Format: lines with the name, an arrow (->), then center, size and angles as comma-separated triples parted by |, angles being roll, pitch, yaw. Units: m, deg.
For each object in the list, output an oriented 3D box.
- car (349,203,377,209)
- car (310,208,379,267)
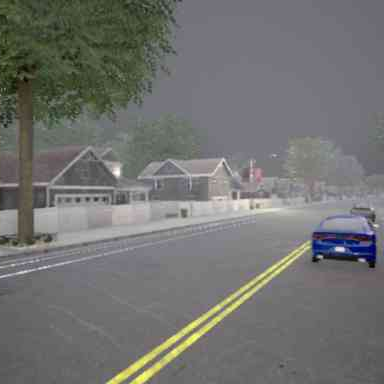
car -> 14.434, 1.690, 28.132 | 2.128, 1.511, 4.902 | -1, -1, 29
car -> 5.588, 1.566, 12.057 | 1.882, 1.535, 5.008 | -1, -1, 29
